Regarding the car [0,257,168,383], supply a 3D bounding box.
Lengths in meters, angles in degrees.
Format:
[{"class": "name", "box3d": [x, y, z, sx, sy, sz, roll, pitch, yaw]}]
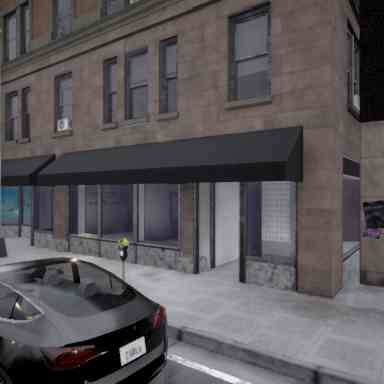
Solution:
[{"class": "car", "box3d": [-2.260, 1.566, 4.413, 4.313, 1.339, 1.947, 0, 0, 35]}]
